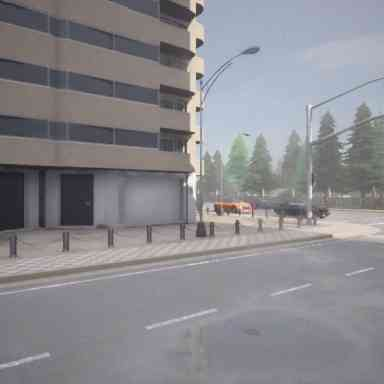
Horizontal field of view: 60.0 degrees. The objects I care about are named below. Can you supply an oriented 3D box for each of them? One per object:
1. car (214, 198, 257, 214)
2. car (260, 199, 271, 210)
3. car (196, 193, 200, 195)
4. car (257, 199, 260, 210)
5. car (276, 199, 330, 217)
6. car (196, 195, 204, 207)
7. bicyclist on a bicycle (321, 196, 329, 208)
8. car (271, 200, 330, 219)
[{"bbox_3d":[4.443,1.407,36.673,2.097,1.767,4.553,0,0,-36],"label":"car"},{"bbox_3d":[8.487,1.603,43.371,2.033,1.411,5.357,0,0,-36],"label":"car"},{"bbox_3d":[-0.048,1.277,61.101,2.150,2.045,5.566,0,0,-35],"label":"car"},{"bbox_3d":[5.619,1.656,41.023,1.895,1.301,4.718,0,0,-36],"label":"car"},{"bbox_3d":[11.084,1.533,33.446,1.882,1.535,5.008,0,0,-36],"label":"car"},{"bbox_3d":[-0.182,1.619,49.086,1.994,1.385,4.181,0,0,-36],"label":"car"},{"bbox_3d":[17.379,1.356,43.494,1.656,1.620,0.582,0,0,-36],"label":"bicyclist on a bicycle"},{"bbox_3d":[9.659,1.656,29.440,1.895,1.301,4.718,0,0,-36],"label":"car"}]
